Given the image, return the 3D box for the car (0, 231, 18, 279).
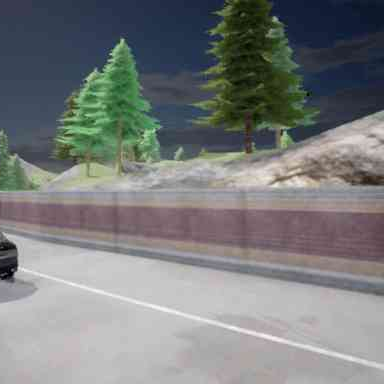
[{"bbox_3d":[-6.504,1.558,9.047,4.892,1.490,1.837,0,0,39],"label":"car"}]
